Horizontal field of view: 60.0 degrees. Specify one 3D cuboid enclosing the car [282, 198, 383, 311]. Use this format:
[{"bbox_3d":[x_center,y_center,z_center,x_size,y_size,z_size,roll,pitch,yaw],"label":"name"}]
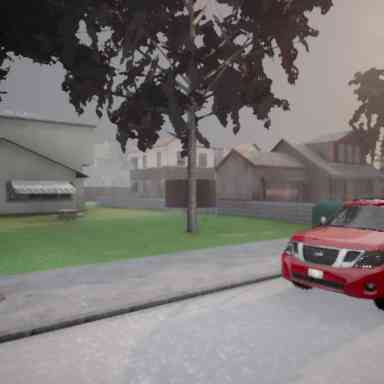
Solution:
[{"bbox_3d":[4.576,1.175,7.900,5.566,2.045,2.150,0,0,-36],"label":"car"}]
